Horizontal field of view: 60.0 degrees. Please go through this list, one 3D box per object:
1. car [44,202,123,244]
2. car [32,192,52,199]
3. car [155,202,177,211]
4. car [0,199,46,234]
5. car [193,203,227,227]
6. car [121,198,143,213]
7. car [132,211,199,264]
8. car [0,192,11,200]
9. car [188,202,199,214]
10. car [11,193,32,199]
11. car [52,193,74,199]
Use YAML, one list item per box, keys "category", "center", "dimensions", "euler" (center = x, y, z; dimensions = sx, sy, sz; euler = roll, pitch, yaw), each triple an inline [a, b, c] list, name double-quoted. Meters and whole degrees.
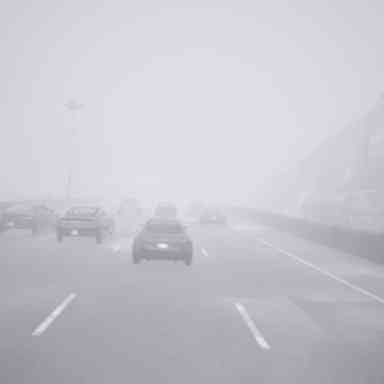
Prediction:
- category: "car"
  center: [-4.785, 1.415, 15.514]
  dimensions: [2.128, 1.511, 4.902]
  euler: [3, 0, -4]
- category: "car"
  center: [-25.581, 0.810, 58.214]
  dimensions: [1.837, 1.490, 4.892]
  euler: [3, 0, -4]
- category: "car"
  center: [-2.390, 1.620, 30.610]
  dimensions: [1.882, 1.535, 5.008]
  euler: [3, 0, -4]
- category: "car"
  center: [-8.438, 1.300, 17.489]
  dimensions: [1.812, 1.442, 4.674]
  euler: [3, 0, -4]
- category: "car"
  center: [1.452, 1.842, 25.681]
  dimensions: [1.994, 1.385, 4.181]
  euler: [3, 0, -4]
- category: "car"
  center: [-6.100, 1.349, 33.458]
  dimensions: [2.097, 1.767, 4.553]
  euler: [3, 0, -4]
- category: "car"
  center: [-1.038, 1.631, 12.185]
  dimensions: [1.994, 1.385, 4.181]
  euler: [3, 0, -4]
- category: "car"
  center: [-32.454, 0.585, 56.427]
  dimensions: [1.895, 1.301, 4.718]
  euler: [3, 0, -4]
- category: "car"
  center: [0.577, 1.874, 37.411]
  dimensions: [2.033, 1.411, 5.357]
  euler: [3, 0, -4]
- category: "car"
  center: [-29.059, 0.748, 57.929]
  dimensions: [1.895, 1.301, 4.718]
  euler: [3, 0, -4]
- category: "car"
  center: [-22.070, 0.958, 58.056]
  dimensions: [2.128, 1.511, 4.902]
  euler: [3, 0, -4]
